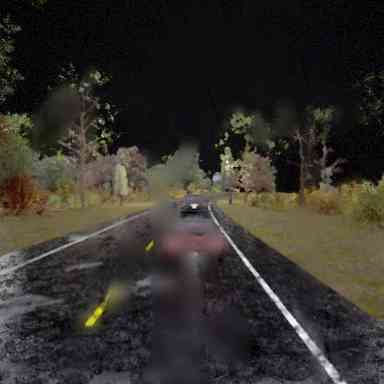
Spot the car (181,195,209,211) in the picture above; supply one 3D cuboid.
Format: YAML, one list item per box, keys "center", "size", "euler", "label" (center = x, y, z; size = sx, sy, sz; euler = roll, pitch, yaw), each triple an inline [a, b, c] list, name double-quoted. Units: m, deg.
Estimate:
- center: [0.225, 1.226, 27.868]
  size: [2.150, 2.045, 5.566]
  euler: [0, 0, 1]
  label: "car"

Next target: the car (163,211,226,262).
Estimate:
- center: [0.085, 1.603, 12.051]
  size: [1.895, 1.301, 4.718]
  euler: [0, 0, 0]
  label: "car"

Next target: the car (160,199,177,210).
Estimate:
- center: [-3.035, 1.556, 43.396]
  size: [2.033, 1.411, 5.357]
  euler: [0, 0, 2]
  label: "car"
